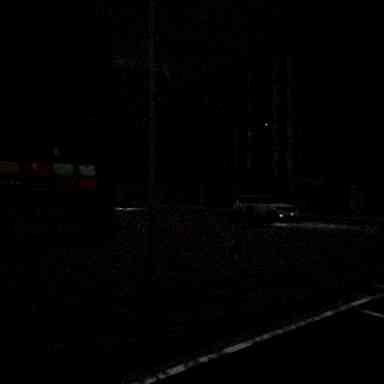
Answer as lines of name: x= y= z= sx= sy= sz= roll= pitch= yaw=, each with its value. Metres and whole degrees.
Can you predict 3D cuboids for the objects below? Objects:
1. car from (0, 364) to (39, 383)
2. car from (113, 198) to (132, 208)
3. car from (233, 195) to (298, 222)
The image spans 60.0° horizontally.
car: x=-2.675 y=1.568 z=0.903 sx=4.313 sy=1.339 sz=1.947 roll=0 pitch=0 yaw=-36
car: x=-10.883 y=1.656 z=49.556 sx=2.033 sy=1.411 sz=5.357 roll=0 pitch=0 yaw=-35
car: x=5.636 y=1.247 z=26.270 sx=2.150 sy=2.045 sz=5.566 roll=0 pitch=0 yaw=-36
